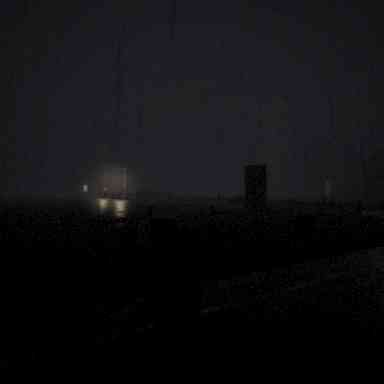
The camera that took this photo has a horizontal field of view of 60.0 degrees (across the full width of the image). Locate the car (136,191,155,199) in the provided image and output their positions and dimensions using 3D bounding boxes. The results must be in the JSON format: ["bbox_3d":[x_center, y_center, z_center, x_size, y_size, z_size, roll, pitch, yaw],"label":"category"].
[{"bbox_3d":[-9.680,0.583,68.725,1.882,1.535,5.008,-1,1,-36],"label":"car"}]

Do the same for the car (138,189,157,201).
[{"bbox_3d":[-7.954,0.518,61.558,2.150,2.045,5.566,-1,1,-35],"label":"car"}]

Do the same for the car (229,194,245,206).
[{"bbox_3d":[6.671,1.021,41.023,2.128,1.511,4.902,-1,1,-36],"label":"car"}]

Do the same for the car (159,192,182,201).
[{"bbox_3d":[-3.652,0.808,60.380,1.812,1.442,4.674,-1,1,-35],"label":"car"}]
